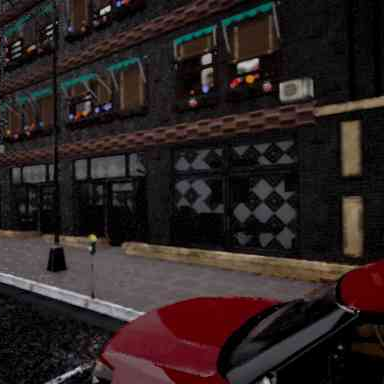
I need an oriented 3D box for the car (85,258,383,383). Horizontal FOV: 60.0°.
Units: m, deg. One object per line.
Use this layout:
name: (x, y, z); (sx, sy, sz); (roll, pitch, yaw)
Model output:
car: (1.533, 1.313, 1.798); (5.009, 1.841, 2.192); (0, -1, 36)
